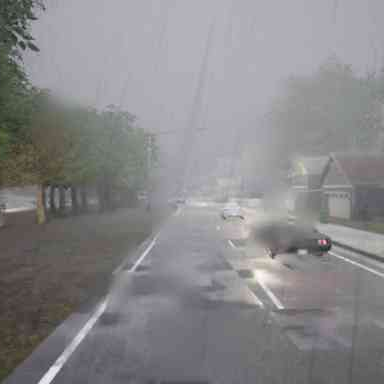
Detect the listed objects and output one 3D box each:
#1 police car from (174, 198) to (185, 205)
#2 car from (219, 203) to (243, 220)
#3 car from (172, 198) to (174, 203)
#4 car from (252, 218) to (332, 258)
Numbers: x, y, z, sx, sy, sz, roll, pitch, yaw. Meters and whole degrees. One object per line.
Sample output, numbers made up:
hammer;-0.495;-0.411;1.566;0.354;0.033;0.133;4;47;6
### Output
police car;-2.694;2.187;79.933;1.930;1.638;5.238;0;-1;-5
car;3.595;1.727;30.723;1.812;1.442;4.674;0;-1;0
car;-3.747;2.349;89.784;1.837;1.490;4.892;0;0;-7
car;3.594;1.664;12.991;1.895;1.301;4.718;0;0;0
